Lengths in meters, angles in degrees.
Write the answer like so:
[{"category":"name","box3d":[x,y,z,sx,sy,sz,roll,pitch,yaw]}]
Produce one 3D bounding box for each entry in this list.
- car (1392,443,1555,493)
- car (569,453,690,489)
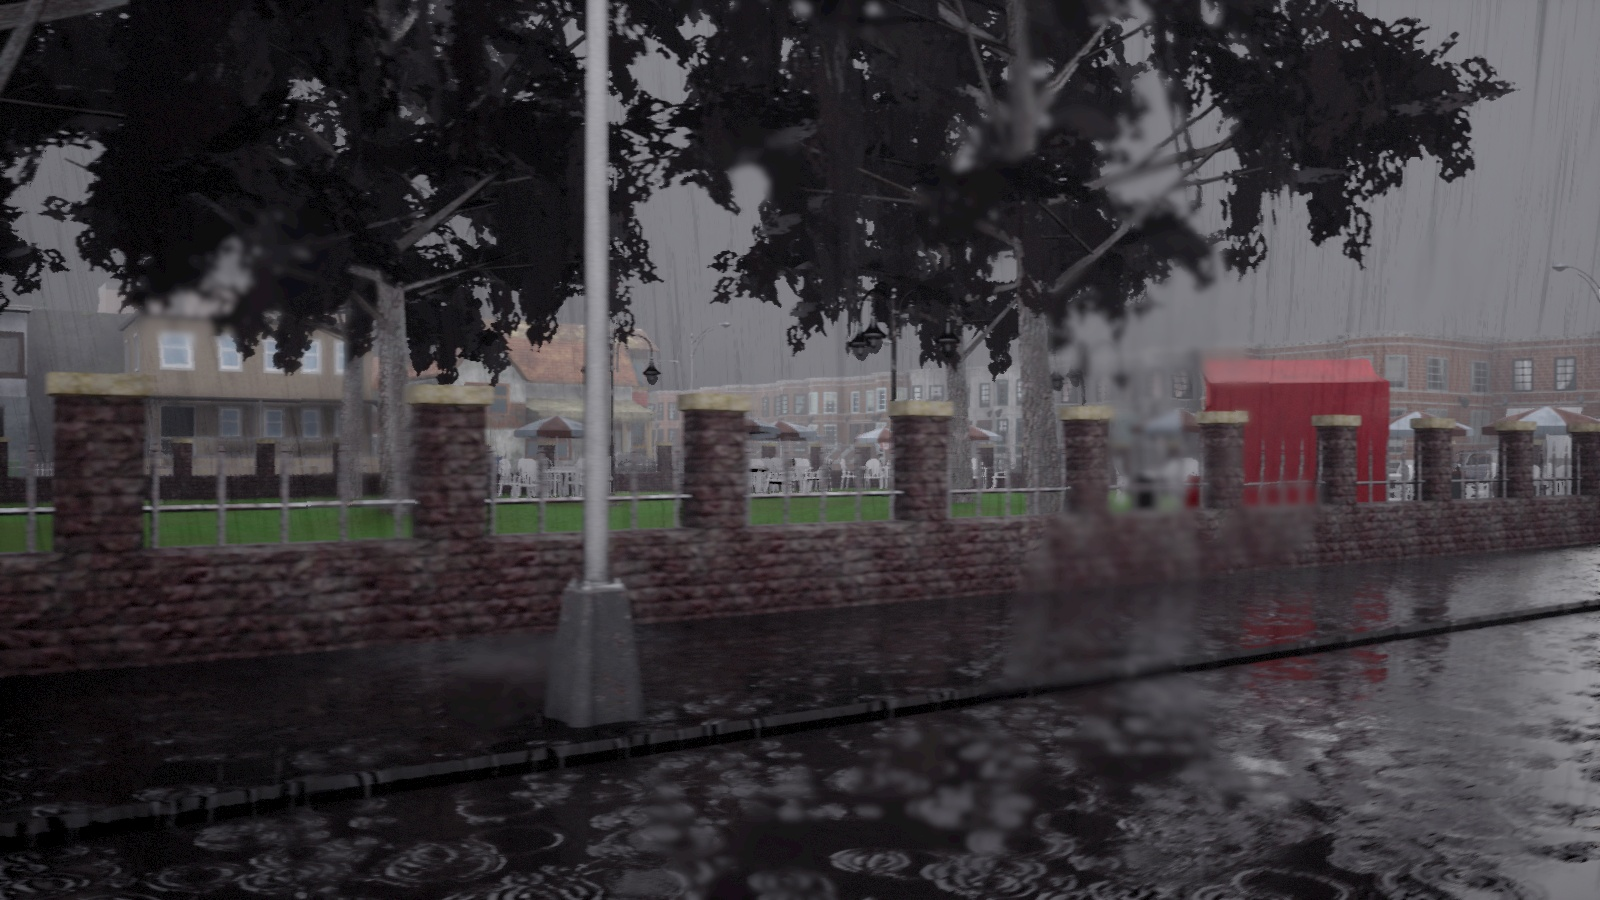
[{"category":"car","box3d":[23.944,0.643,44.799,2.242,1.667,4.611,0,-1,-35]},{"category":"car","box3d":[-7.337,0.898,54.284,4.892,1.490,1.837,0,0,-35]}]
